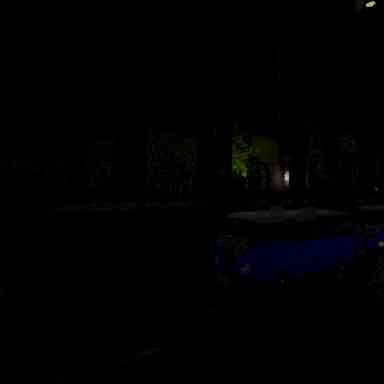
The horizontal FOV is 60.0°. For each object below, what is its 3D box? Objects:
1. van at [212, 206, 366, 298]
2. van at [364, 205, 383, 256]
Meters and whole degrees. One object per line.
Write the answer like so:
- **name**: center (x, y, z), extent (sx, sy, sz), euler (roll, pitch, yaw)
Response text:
- **van**: center (2.368, 1.340, 8.234), extent (3.998, 1.788, 1.690), euler (0, 0, -36)
- **van**: center (6.970, 1.338, 11.525), extent (3.998, 1.788, 1.690), euler (0, 0, -36)
